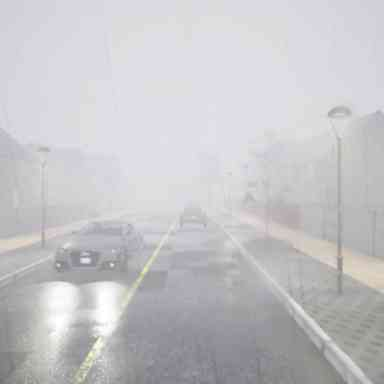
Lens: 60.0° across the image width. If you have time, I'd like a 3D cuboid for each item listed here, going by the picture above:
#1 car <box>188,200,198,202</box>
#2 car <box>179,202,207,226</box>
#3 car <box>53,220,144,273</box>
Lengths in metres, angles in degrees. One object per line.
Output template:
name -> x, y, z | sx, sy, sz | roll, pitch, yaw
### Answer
car -> 0.100, 1.805, 42.397 | 1.837, 1.490, 4.892 | 0, -1, 0
car -> 0.087, 1.713, 24.844 | 1.994, 1.385, 4.181 | 0, 0, 0
car -> -2.781, 1.620, 10.723 | 1.994, 1.385, 4.181 | 0, 0, 1
